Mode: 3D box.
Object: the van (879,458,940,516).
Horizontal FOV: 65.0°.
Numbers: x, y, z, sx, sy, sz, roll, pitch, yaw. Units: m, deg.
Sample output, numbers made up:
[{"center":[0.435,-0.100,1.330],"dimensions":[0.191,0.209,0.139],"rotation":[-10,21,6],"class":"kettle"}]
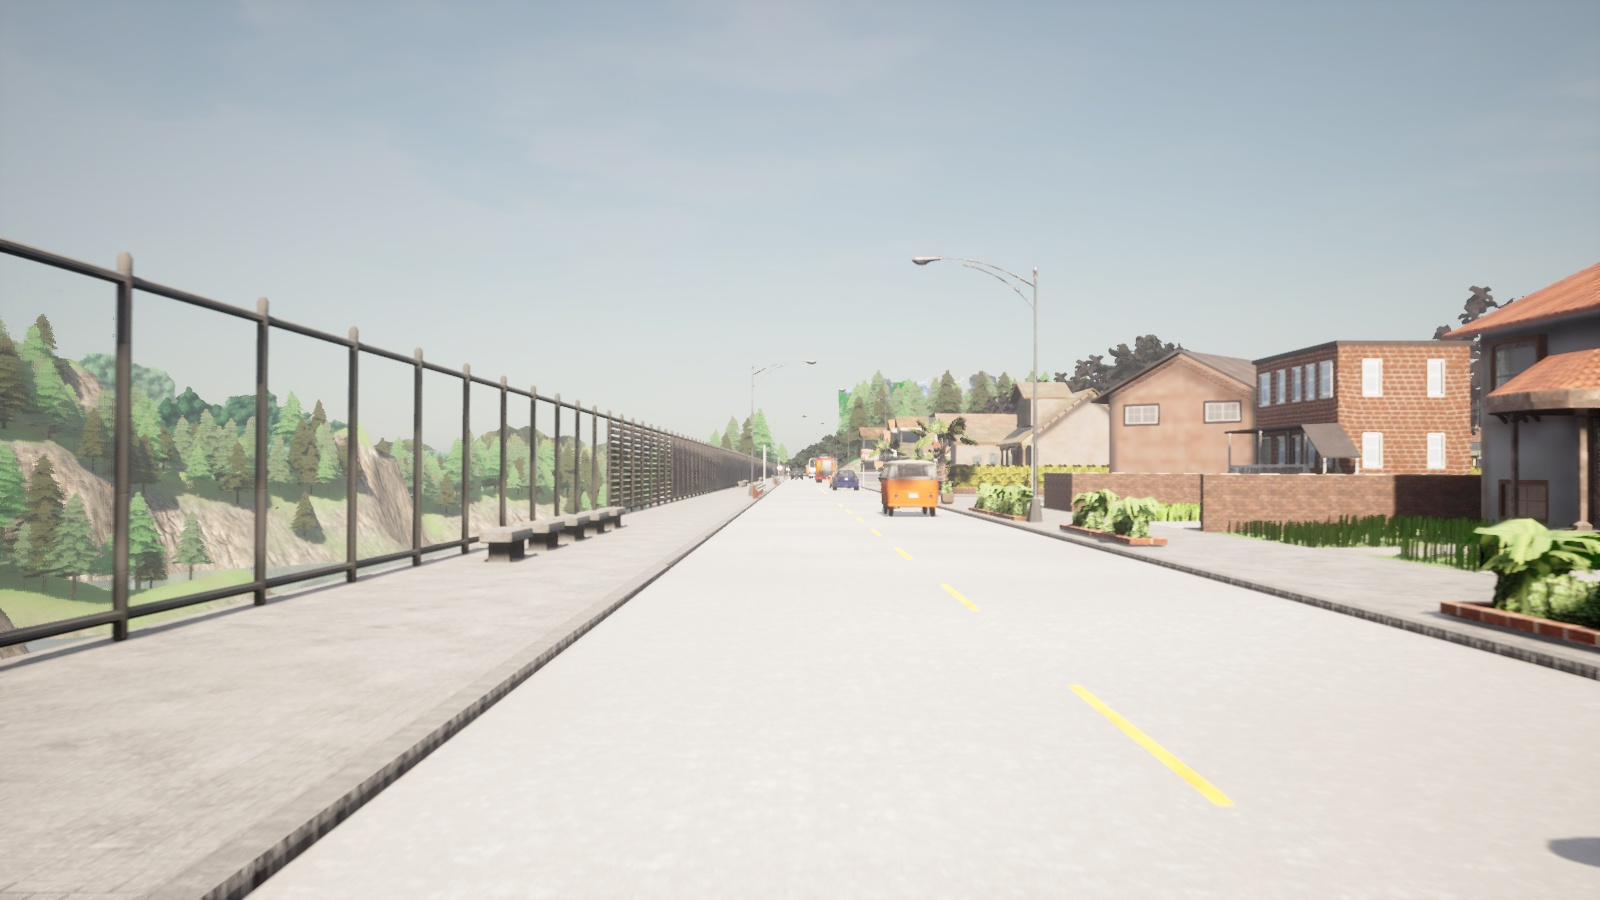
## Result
[{"center":[3.890,1.308,45.161],"dimensions":[1.775,1.987,4.442],"rotation":[0,-1,0],"class":"van"}]
